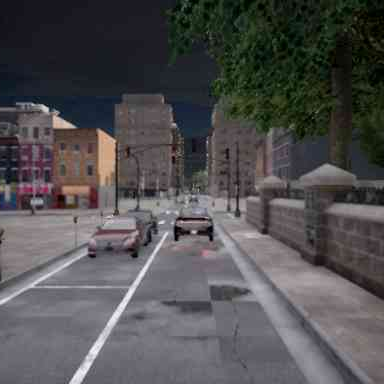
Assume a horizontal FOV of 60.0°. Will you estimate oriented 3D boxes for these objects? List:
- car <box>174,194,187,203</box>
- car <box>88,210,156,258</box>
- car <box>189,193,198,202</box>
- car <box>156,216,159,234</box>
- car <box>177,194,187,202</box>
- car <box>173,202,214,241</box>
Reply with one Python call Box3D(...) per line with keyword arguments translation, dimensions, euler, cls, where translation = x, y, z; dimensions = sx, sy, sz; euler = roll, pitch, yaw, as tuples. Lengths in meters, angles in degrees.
Box3D(translation=(-2.241, 1.481, 60.420), dimensions=(2.128, 1.511, 4.902), euler=(0, 0, 0), cls="car")
Box3D(translation=(-2.637, 1.582, 12.697), dimensions=(1.802, 1.307, 4.206), euler=(0, 0, 0), cls="car")
Box3D(translation=(0.291, 1.499, 68.572), dimensions=(1.812, 1.442, 4.674), euler=(0, 0, 0), cls="car")
Box3D(translation=(-2.637, 1.566, 16.359), dimensions=(1.947, 1.339, 4.313), euler=(0, 0, 0), cls="car")
Box3D(translation=(-2.216, 1.331, 75.856), dimensions=(2.097, 1.767, 4.553), euler=(0, 0, 0), cls="car")
Box3D(translation=(0.085, 1.491, 16.540), dimensions=(2.128, 1.511, 4.902), euler=(0, 0, 0), cls="car")
